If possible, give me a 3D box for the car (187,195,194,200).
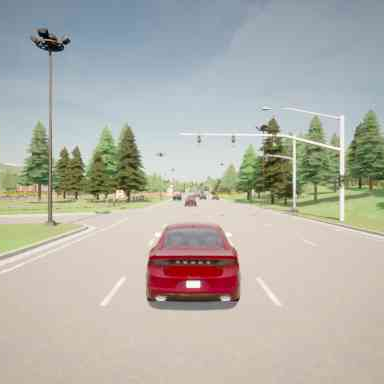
[{"bbox_3d":[-0.345,1.427,94.007,1.895,1.301,4.718,0,0,0],"label":"car"}]

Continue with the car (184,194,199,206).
[{"bbox_3d":[-0.193,1.525,52.944,1.812,1.442,4.674,0,0,0],"label":"car"}]

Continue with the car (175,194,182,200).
[{"bbox_3d":[-3.845,1.310,93.964,1.882,1.535,5.008,0,0,0],"label":"car"}]

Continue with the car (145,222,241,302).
[{"bbox_3d":[0.033,1.478,8.342,1.882,1.535,5.008,0,0,0],"label":"car"}]

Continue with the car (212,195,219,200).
[{"bbox_3d":[6.653,1.525,94.416,2.128,1.511,4.902,0,0,0],"label":"car"}]

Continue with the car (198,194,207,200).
[{"bbox_3d":[3.153,1.524,94.403,1.812,1.442,4.674,0,0,0],"label":"car"}]

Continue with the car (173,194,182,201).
[{"bbox_3d":[-3.807,1.469,83.544,1.882,1.535,5.008,0,0,0],"label":"car"}]
